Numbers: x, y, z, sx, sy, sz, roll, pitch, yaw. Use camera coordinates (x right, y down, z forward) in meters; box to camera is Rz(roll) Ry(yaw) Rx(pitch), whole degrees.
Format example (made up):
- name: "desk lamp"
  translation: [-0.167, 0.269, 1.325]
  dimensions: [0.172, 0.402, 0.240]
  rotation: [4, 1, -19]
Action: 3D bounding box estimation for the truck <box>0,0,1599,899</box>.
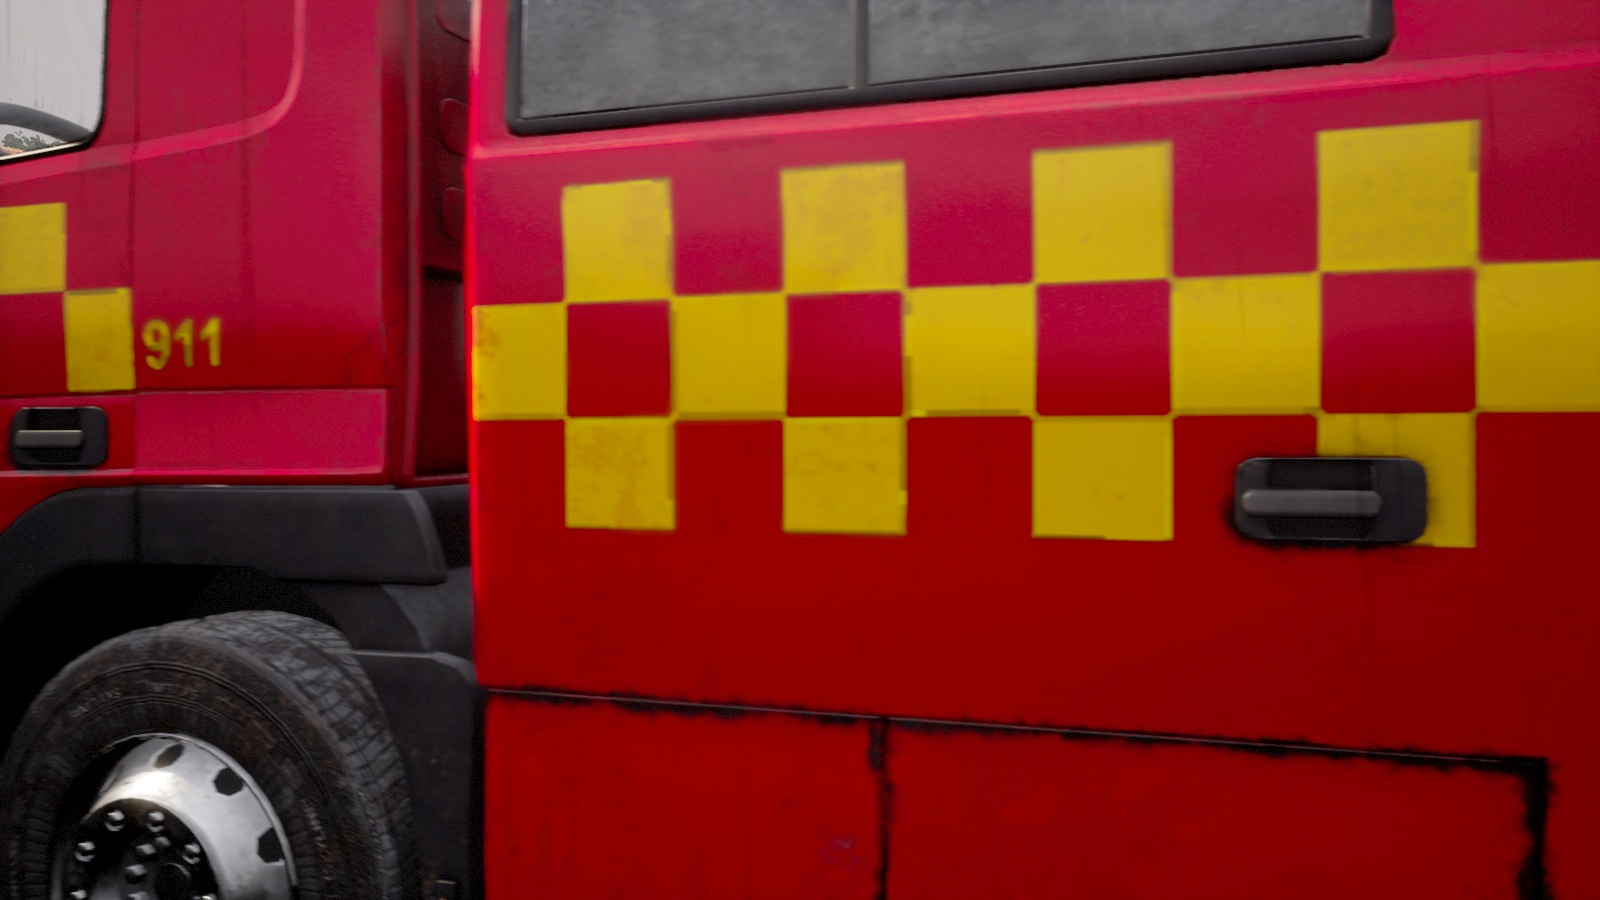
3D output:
- name: "truck"
  translation: [1.089, -0.388, 3.338]
  dimensions: [8.468, 3.827, 2.891]
  rotation: [1, 1, 19]
